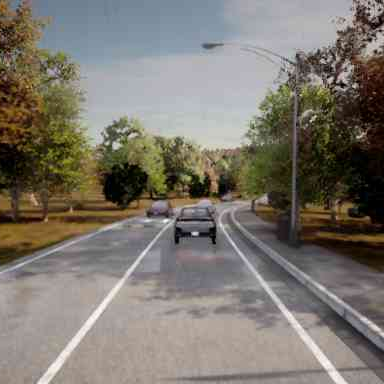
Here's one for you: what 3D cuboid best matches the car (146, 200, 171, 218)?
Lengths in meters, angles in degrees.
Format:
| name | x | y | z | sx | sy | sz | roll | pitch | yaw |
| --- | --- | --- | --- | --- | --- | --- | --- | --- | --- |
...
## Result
| name | x | y | z | sx | sy | sz | roll | pitch | yaw |
| --- | --- | --- | --- | --- | --- | --- | --- | --- | --- |
| car | -2.739 | 1.472 | 29.467 | 1.812 | 1.442 | 4.674 | 0 | 0 | 6 |

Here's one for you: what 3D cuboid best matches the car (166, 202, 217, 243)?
| name | x | y | z | sx | sy | sz | roll | pitch | yaw |
| --- | --- | --- | --- | --- | --- | --- | --- | --- | --- |
| car | 0.173 | 1.471 | 15.919 | 2.128 | 1.511 | 4.902 | 0 | 0 | 1 |

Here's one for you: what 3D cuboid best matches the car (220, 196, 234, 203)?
| name | x | y | z | sx | sy | sz | roll | pitch | yaw |
| --- | --- | --- | --- | --- | --- | --- | --- | --- | --- |
| car | 7.320 | 1.487 | 68.940 | 2.033 | 1.411 | 5.357 | 2 | 0 | 22 |

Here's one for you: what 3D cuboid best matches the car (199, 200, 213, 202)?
| name | x | y | z | sx | sy | sz | roll | pitch | yaw |
| --- | --- | --- | --- | --- | --- | --- | --- | --- | --- |
| car | 1.381 | 1.503 | 33.227 | 1.812 | 1.442 | 4.674 | 1 | 0 | 7 |
